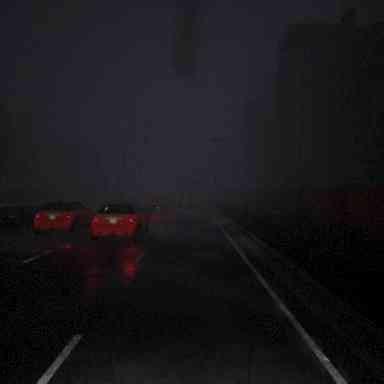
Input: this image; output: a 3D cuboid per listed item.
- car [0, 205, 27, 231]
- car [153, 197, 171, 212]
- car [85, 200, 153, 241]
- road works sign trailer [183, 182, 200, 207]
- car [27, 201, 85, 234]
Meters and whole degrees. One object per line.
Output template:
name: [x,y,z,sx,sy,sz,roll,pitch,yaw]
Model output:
car: [-10.395,1.470,19.884,1.994,1.385,4.181,0,0,0]
car: [-3.394,1.337,35.639,1.837,1.490,4.892,0,0,0]
car: [-3.396,1.274,16.474,2.097,1.767,4.553,0,0,0]
road works sign trailer: [0.011,0.241,47.524,2.380,3.560,2.880,0,0,0]
car: [-6.895,1.265,18.551,2.097,1.767,4.553,0,0,0]
